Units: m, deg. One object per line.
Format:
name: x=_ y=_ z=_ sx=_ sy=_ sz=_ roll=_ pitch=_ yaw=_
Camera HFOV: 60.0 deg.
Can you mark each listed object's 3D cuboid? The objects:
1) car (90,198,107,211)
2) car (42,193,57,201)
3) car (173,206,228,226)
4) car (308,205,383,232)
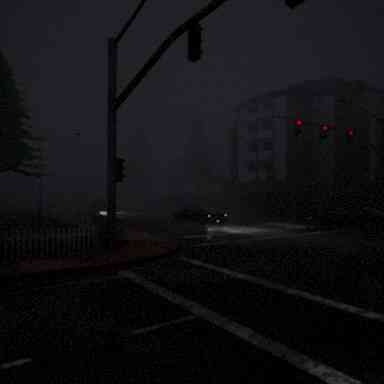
car: x=-11.533 y=1.582 z=42.475 sx=2.128 sy=1.511 sz=4.902 roll=0 pitch=0 yaw=-34
car: x=-37.024 y=1.267 z=86.354 sx=2.150 sy=2.045 sz=5.566 roll=0 pitch=0 yaw=-41
car: x=0.537 y=1.687 z=24.473 sx=1.895 sy=1.301 sz=4.718 roll=0 pitch=0 yaw=-34
car: x=10.038 y=1.614 z=21.419 sx=5.008 sy=1.535 sz=1.882 roll=0 pitch=3 yaw=40
